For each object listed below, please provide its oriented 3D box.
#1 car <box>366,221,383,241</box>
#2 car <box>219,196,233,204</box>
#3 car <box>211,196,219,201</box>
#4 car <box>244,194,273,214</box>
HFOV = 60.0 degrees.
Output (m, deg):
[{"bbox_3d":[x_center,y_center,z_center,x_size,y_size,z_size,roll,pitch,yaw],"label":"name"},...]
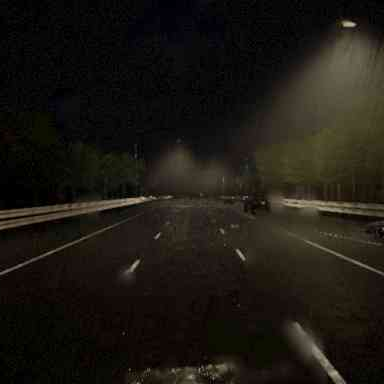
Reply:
[{"bbox_3d":[10.001,1.570,14.061,2.033,1.411,5.357,0,0,-14],"label":"car"},{"bbox_3d":[7.033,1.579,66.276,2.033,1.411,5.357,0,0,0],"label":"car"},{"bbox_3d":[7.148,1.764,93.405,2.033,1.411,5.357,0,-1,0],"label":"car"},{"bbox_3d":[7.082,1.226,35.971,2.150,2.045,5.566,0,0,-1],"label":"car"}]
